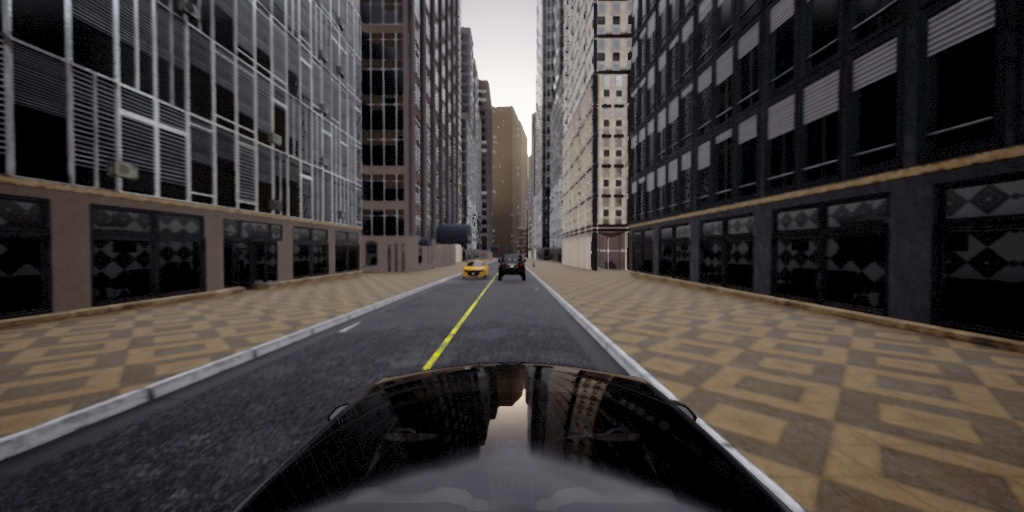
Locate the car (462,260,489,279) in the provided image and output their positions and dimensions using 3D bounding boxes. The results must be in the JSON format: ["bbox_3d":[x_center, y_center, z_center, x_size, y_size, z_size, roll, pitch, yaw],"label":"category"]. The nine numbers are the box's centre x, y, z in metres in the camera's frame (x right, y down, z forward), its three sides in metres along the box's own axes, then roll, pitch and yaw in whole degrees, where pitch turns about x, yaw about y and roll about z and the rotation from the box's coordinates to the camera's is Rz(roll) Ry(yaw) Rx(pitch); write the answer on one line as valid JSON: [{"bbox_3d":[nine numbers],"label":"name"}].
[{"bbox_3d":[-3.005,1.092,30.383,1.882,1.535,5.008,0,0,0],"label":"car"}]

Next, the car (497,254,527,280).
[{"bbox_3d":[0.002,0.833,29.079,2.150,2.045,5.566,0,0,0],"label":"car"}]
